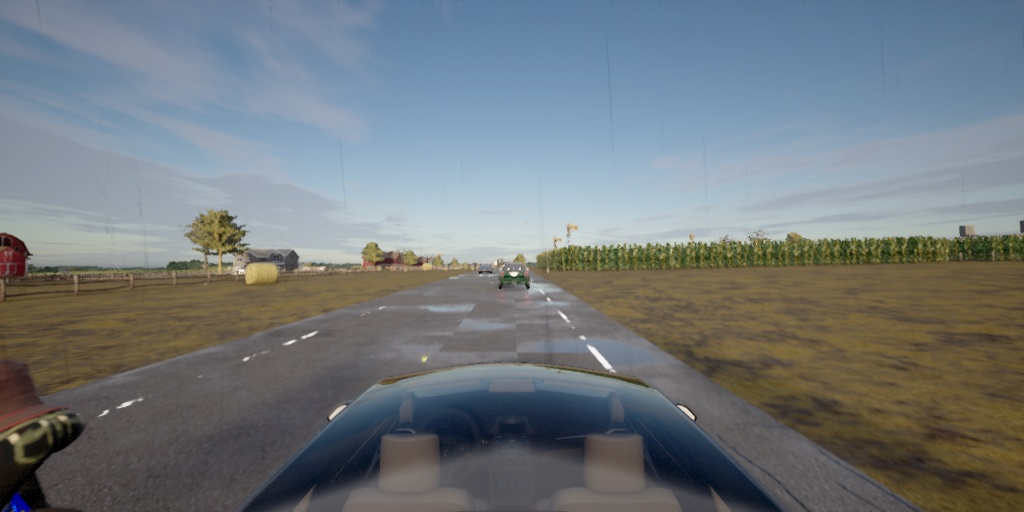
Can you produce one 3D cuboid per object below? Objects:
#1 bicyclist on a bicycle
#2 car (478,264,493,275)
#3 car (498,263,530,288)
[{"bbox_3d":[-2.871,1.204,1.886,1.656,1.620,0.582,-1,-1,0],"label":"bicyclist on a bicycle"},{"bbox_3d":[-3.502,1.764,48.407,2.033,1.411,5.357,0,-1,0],"label":"car"},{"bbox_3d":[0.146,1.283,25.665,2.097,1.767,4.553,0,-1,0],"label":"car"}]
